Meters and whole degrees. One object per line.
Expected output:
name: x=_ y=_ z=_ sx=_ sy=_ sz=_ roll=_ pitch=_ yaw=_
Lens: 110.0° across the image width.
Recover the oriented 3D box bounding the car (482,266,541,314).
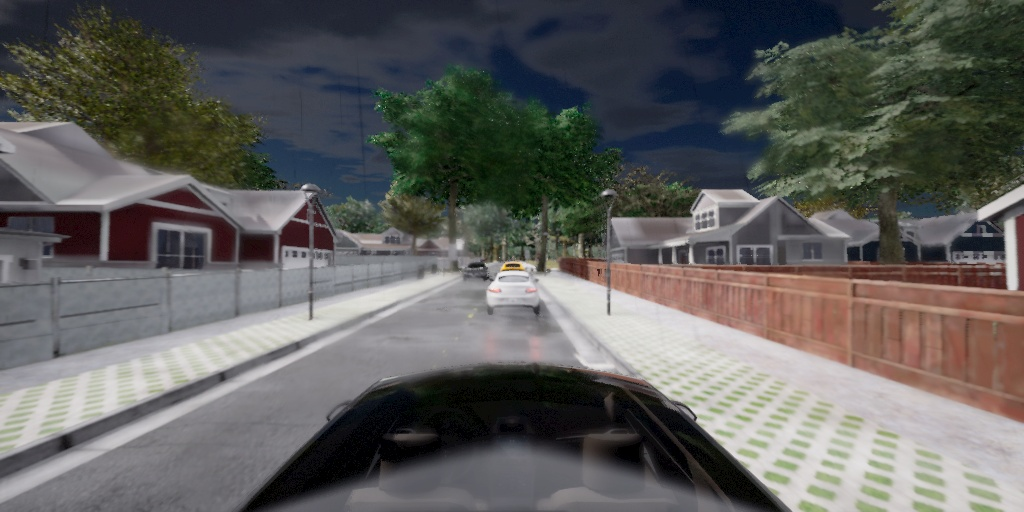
car: x=0.078 y=1.275 z=13.667 sx=1.812 sy=1.442 sz=4.674 roll=0 pitch=0 yaw=1

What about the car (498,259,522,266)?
car: x=0.068 y=1.215 z=28.238 sx=1.882 sy=1.535 sz=5.008 roll=0 pitch=0 yaw=0

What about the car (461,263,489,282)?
car: x=-2.853 y=1.262 z=29.170 sx=1.812 sy=1.442 sz=4.674 roll=0 pitch=0 yaw=0
